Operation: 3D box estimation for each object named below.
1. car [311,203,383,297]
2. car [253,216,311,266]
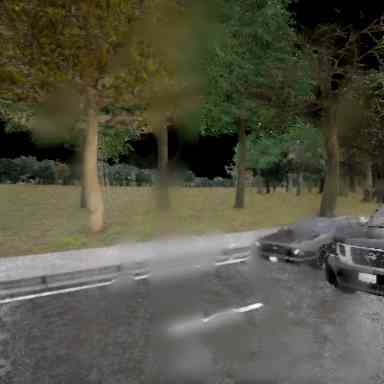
[{"bbox_3d":[5.359,1.146,7.494,5.566,2.045,2.150,-1,0,-35],"label":"car"},{"bbox_3d":[4.440,1.460,10.829,5.357,1.411,2.033,-1,0,-35],"label":"car"}]
